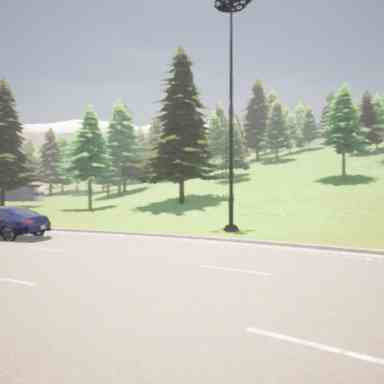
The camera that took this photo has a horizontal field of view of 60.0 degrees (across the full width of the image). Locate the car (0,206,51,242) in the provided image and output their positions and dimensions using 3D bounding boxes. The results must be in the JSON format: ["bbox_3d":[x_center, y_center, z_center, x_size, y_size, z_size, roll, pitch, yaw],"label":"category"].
[{"bbox_3d":[-8.766,1.388,15.397,4.674,1.442,1.812,0,0,18],"label":"car"}]
